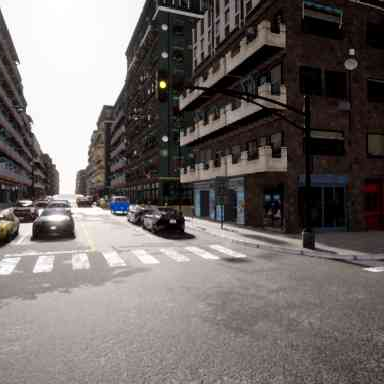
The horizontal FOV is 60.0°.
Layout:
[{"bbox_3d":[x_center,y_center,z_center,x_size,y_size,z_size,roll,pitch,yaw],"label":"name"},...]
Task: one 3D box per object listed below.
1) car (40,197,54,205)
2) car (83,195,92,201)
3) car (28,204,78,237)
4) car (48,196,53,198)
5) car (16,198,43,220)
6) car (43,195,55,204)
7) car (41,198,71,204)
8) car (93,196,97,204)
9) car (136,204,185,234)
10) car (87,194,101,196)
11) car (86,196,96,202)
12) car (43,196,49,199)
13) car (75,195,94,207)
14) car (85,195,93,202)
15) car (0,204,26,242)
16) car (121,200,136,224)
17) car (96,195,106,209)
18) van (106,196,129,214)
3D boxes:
[{"bbox_3d":[-25.477,1.593,58.607,2.008,1.369,4.403,1,0,-21],"label":"car"},{"bbox_3d":[-27.579,1.621,87.963,2.008,1.369,4.403,1,0,-21],"label":"car"},{"bbox_3d":[-7.504,1.575,18.198,1.994,1.385,4.181,0,0,-21],"label":"car"},{"bbox_3d":[-14.205,1.502,36.076,1.882,1.535,5.008,0,0,-20],"label":"car"},{"bbox_3d":[-13.543,1.457,26.925,1.967,1.590,4.097,1,0,-21],"label":"car"},{"bbox_3d":[-27.464,1.487,63.889,1.967,1.590,4.097,1,0,-21],"label":"car"},{"bbox_3d":[-10.573,1.495,26.356,1.882,1.535,5.008,0,0,-21],"label":"car"},{"bbox_3d":[-13.658,1.618,50.999,1.802,1.307,4.206,1,0,-21],"label":"car"},{"bbox_3d":[-1.726,1.579,19.316,1.947,1.339,4.313,1,0,-21],"label":"car"},{"bbox_3d":[-17.631,1.361,61.562,2.192,1.841,5.009,1,0,-21],"label":"car"},{"bbox_3d":[-23.601,1.611,77.402,2.008,1.369,4.403,1,0,-21],"label":"car"},{"bbox_3d":[-21.499,1.578,48.046,1.887,1.381,4.507,1,0,-21],"label":"car"},{"bbox_3d":[-16.645,1.600,51.522,1.994,1.385,4.181,0,0,-20],"label":"car"},{"bbox_3d":[-25.650,1.590,82.843,1.752,1.417,4.829,1,0,-21],"label":"car"},{"bbox_3d":[-9.507,1.535,16.204,1.752,1.417,4.829,1,0,-21],"label":"car"},{"bbox_3d":[-3.714,1.567,24.597,2.008,1.369,4.403,1,0,-21],"label":"car"},{"bbox_3d":[-11.728,1.558,45.878,1.752,1.417,4.829,1,0,-21],"label":"car"},{"bbox_3d":[-7.688,1.365,35.159,1.690,1.788,3.998,1,0,-21],"label":"van"}]
